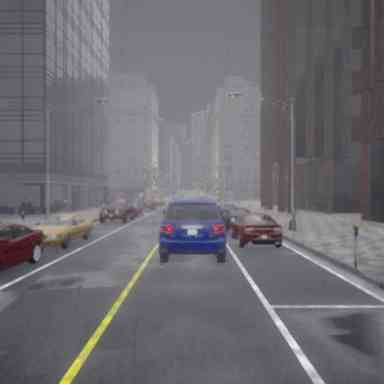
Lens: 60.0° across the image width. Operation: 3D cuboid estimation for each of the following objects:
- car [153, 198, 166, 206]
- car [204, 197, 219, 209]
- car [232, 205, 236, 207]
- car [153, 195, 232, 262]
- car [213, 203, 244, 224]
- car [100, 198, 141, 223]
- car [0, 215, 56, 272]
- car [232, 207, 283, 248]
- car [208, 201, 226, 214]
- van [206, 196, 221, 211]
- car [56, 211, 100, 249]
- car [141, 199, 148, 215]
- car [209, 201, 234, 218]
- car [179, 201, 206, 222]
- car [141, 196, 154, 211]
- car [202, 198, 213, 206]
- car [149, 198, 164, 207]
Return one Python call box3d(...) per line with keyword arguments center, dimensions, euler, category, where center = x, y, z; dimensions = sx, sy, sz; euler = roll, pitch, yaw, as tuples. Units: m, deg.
box3d(center=(-5.754, 1.701, 60.098), dimensions=(1.947, 1.339, 4.313), euler=(0, 0, 0), category="car")
box3d(center=(2.768, 1.560, 48.805), dimensions=(1.967, 1.590, 4.097), euler=(0, 0, 0), category="car")
box3d(center=(2.762, 1.626, 20.582), dimensions=(1.947, 1.339, 4.313), euler=(0, 0, 0), category="car")
box3d(center=(0.037, 1.259, 12.400), dimensions=(2.150, 2.045, 5.566), euler=(0, 0, 0), category="car")
box3d(center=(2.764, 1.641, 26.227), dimensions=(1.947, 1.339, 4.313), euler=(0, 0, 0), category="car")
box3d(center=(-5.763, 1.390, 26.234), dimensions=(2.192, 1.841, 5.009), euler=(0, 0, 0), category="car")
box3d(center=(-5.766, 1.571, 9.302), dimensions=(1.887, 1.381, 4.507), euler=(0, 0, 0), category="car")
box3d(center=(2.761, 1.588, 14.937), dimensions=(1.887, 1.381, 4.507), euler=(0, 0, 0), category="car")
box3d(center=(2.766, 1.682, 37.516), dimensions=(1.802, 1.307, 4.206), euler=(0, 0, 0), category="car")
box3d(center=(2.766, 1.452, 43.161), dimensions=(1.690, 1.788, 3.998), euler=(0, 0, 0), category="van")
box3d(center=(-5.765, 1.568, 14.776), dimensions=(1.752, 1.417, 4.829), euler=(0, 0, 0), category="car")
box3d(center=(-5.761, 1.633, 31.878), dimensions=(1.887, 1.381, 4.507), euler=(0, 0, 0), category="car")
box3d(center=(2.765, 1.639, 31.871), dimensions=(2.008, 1.369, 4.403), euler=(0, 0, 0), category="car")
box3d(center=(0.050, 1.572, 28.465), dimensions=(2.128, 1.511, 4.902), euler=(0, 0, 0), category="car")
box3d(center=(-5.759, 1.426, 43.166), dimensions=(2.192, 1.841, 5.009), euler=(0, 0, 0), category="car")
box3d(center=(2.771, 1.717, 60.094), dimensions=(1.802, 1.307, 4.206), euler=(0, 0, 0), category="car")
box3d(center=(-5.755, 1.673, 54.454), dimensions=(1.887, 1.381, 4.507), euler=(0, 0, 0), category="car")
